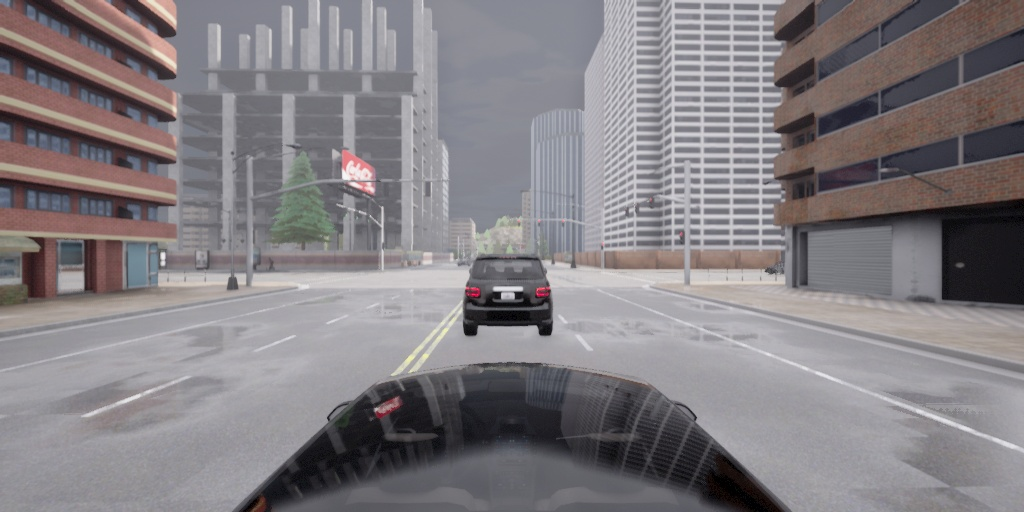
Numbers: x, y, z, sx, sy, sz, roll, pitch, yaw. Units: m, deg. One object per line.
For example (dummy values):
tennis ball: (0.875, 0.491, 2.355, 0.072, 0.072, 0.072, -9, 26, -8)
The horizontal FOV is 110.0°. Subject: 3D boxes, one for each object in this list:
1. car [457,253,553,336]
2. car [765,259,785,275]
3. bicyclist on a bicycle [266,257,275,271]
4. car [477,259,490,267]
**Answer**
car: (-0.114, 0.950, 10.429, 2.150, 2.045, 5.566, 0, 0, -1)
car: (27.655, 1.230, 35.697, 4.181, 1.385, 1.994, 0, 0, -1)
bicyclist on a bicycle: (-28.675, 0.953, 42.572, 0.582, 1.620, 1.656, 0, 0, -1)
car: (-4.720, 1.207, 60.827, 1.895, 1.301, 4.718, 0, 0, -1)
